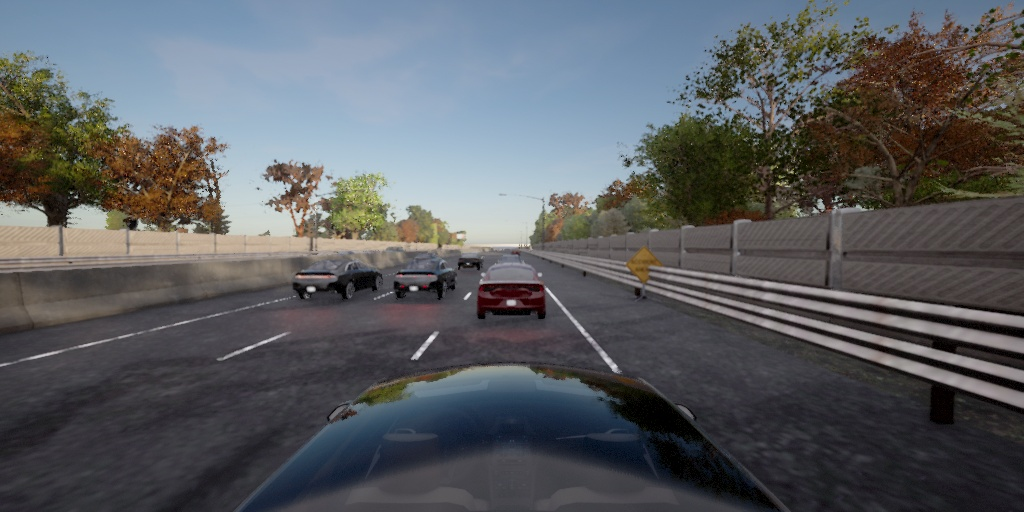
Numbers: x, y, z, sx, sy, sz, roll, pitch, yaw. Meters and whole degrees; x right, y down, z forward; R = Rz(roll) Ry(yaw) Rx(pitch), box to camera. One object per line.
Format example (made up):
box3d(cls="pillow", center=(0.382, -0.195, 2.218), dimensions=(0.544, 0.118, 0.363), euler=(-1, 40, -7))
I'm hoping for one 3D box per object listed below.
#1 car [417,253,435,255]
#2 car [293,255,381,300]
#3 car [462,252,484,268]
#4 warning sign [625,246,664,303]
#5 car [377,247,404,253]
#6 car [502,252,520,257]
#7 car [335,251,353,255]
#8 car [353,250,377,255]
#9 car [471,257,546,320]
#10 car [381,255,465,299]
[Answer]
box3d(cls="car", center=(-7.093, 0.481, 30.224), dimensions=(2.128, 1.511, 4.902), euler=(0, 2, 0))
box3d(cls="car", center=(-7.007, 0.883, 14.936), dimensions=(2.128, 1.511, 4.902), euler=(0, 2, 0))
box3d(cls="car", center=(-3.594, 0.423, 31.867), dimensions=(1.882, 1.535, 5.008), euler=(0, 1, 0))
box3d(cls="warning sign", center=(4.492, 0.578, 12.254), dimensions=(1.300, 1.860, 1.060), euler=(0, 0, 0))
box3d(cls="car", center=(-17.858, -0.401, 53.961), dimensions=(2.150, 2.045, 5.566), euler=(0, 2, 0))
box3d(cls="car", center=(-0.097, 0.631, 26.551), dimensions=(2.033, 1.411, 5.357), euler=(0, 2, 0))
box3d(cls="car", center=(-24.851, -0.083, 53.445), dimensions=(1.812, 1.442, 4.674), euler=(0, 1, 0))
box3d(cls="car", center=(-21.356, -0.127, 53.835), dimensions=(2.128, 1.511, 4.902), euler=(0, 1, 0))
box3d(cls="car", center=(-0.011, 0.963, 11.457), dimensions=(1.882, 1.535, 5.008), euler=(0, 1, 0))
box3d(cls="car", center=(-3.507, 0.876, 15.222), dimensions=(2.128, 1.511, 4.902), euler=(0, 2, 0))
